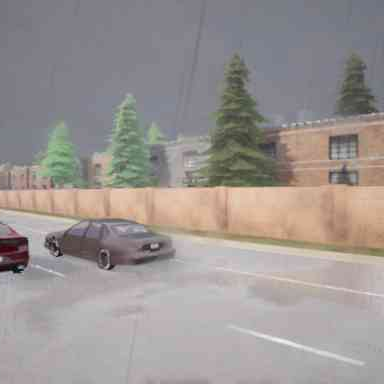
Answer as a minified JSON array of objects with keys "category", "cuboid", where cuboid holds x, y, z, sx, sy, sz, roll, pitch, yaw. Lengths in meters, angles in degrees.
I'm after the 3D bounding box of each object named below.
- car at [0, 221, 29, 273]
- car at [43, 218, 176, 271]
[{"category":"car","cuboid":[-6.542,1.488,9.715,5.008,1.535,1.882,0,0,42]},{"category":"car","cuboid":[-2.929,1.573,11.058,5.357,1.411,2.033,0,0,42]}]
